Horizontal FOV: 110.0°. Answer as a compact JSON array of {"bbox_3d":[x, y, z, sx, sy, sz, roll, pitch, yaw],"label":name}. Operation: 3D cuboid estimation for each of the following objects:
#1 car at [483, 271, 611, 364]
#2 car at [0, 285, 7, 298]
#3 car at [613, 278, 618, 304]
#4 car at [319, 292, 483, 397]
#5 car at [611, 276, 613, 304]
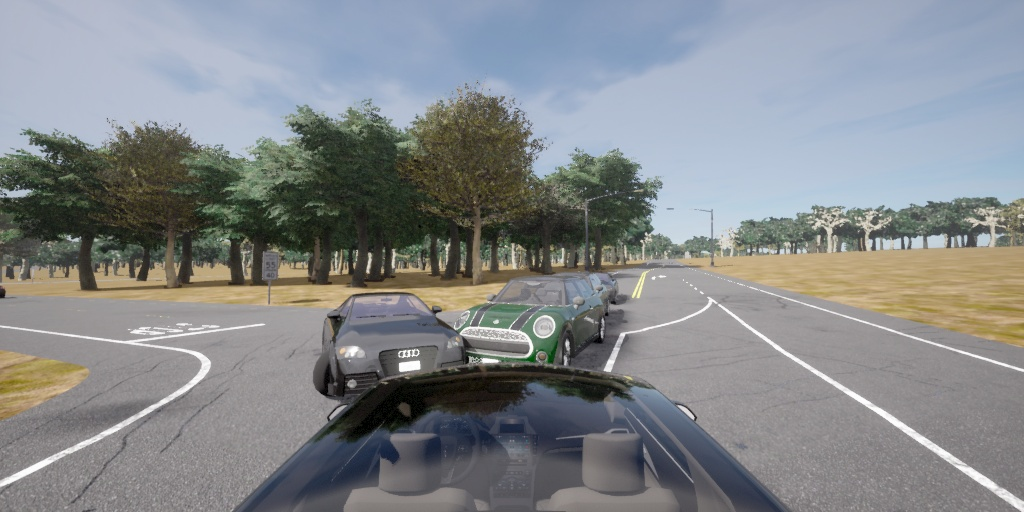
[{"bbox_3d":[0.617,1.218,7.830,2.097,1.767,4.553,-1,-2,26],"label":"car"},{"bbox_3d":[-40.861,2.562,27.387,4.181,1.385,1.994,-2,-3,22],"label":"car"},{"bbox_3d":[4.217,1.509,17.870,1.994,1.385,4.181,-1,0,19],"label":"car"},{"bbox_3d":[-2.355,1.376,6.625,1.994,1.385,4.181,1,-2,-29],"label":"car"},{"bbox_3d":[2.023,1.344,12.143,2.097,1.767,4.553,-1,-1,21],"label":"car"}]
